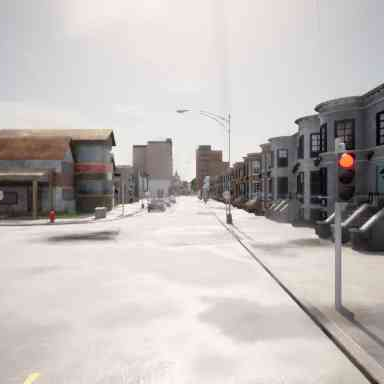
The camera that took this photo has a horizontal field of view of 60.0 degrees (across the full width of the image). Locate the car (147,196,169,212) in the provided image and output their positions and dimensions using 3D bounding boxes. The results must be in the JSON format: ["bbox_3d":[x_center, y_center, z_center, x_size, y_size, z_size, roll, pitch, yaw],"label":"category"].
[{"bbox_3d":[-4.102,1.505,39.260,1.837,1.490,4.892,0,0,0],"label":"car"}]

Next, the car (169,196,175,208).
[{"bbox_3d":[-4.093,1.547,49.747,2.033,1.411,5.357,0,0,0],"label":"car"}]
